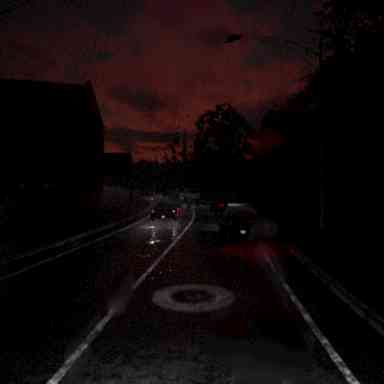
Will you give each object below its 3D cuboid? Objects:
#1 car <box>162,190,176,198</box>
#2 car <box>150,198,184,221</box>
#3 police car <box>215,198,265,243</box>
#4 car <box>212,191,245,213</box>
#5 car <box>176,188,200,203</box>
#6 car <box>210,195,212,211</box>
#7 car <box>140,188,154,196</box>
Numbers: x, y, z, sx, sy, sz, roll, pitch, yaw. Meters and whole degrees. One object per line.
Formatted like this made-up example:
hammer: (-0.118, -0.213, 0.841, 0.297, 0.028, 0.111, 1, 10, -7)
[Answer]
car: (-4.153, 0.332, 63.207, 2.033, 1.411, 5.357, 1, 2, -21)
car: (-1.885, 1.351, 24.846, 1.895, 1.301, 4.718, 0, 1, 2)
police car: (2.196, 1.299, 15.449, 1.930, 1.638, 5.238, 0, 1, 5)
car: (2.905, 0.973, 25.493, 2.150, 2.045, 5.566, 0, 1, 2)
car: (-0.392, 0.485, 49.802, 2.150, 2.045, 5.566, 1, 1, -15)
car: (2.981, 0.880, 31.659, 2.150, 2.045, 5.566, 0, 1, -1)
car: (-8.856, 0.060, 65.616, 2.128, 1.511, 4.902, 1, 2, -22)
